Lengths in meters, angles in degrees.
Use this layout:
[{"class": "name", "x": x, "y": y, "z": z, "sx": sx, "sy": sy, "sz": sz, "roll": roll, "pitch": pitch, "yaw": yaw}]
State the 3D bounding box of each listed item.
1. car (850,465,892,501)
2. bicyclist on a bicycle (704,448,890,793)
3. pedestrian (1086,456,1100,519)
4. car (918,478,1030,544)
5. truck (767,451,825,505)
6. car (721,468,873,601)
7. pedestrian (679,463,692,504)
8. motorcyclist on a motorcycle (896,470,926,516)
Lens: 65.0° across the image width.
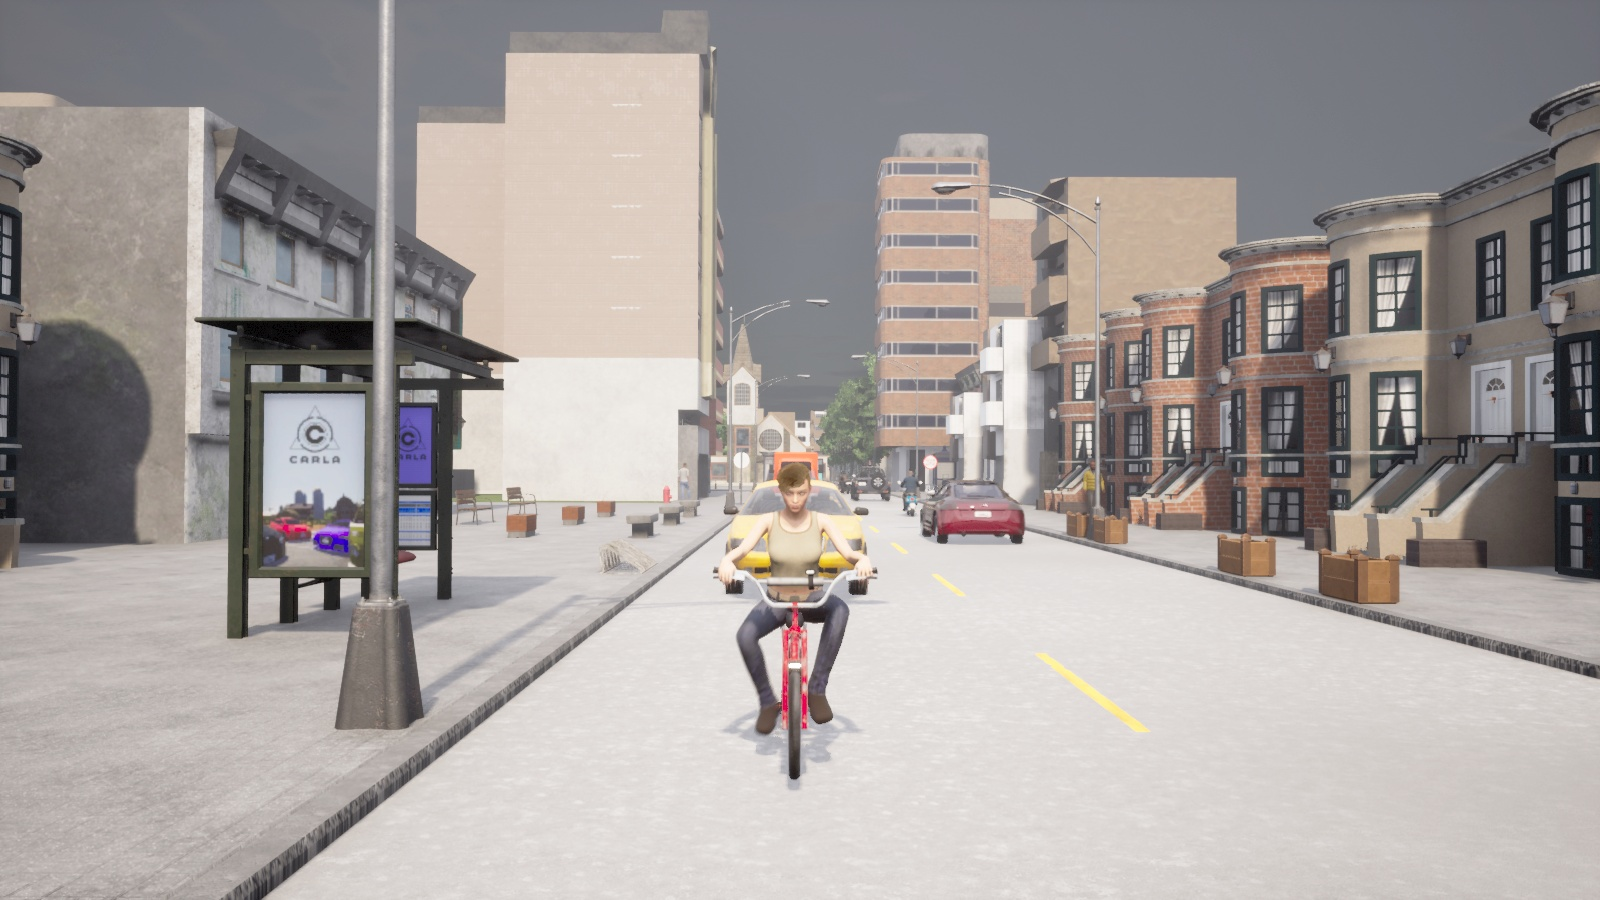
[{"class": "car", "x": 3.782, "y": 1.748, "z": 67.604, "sx": 1.932, "sy": 1.855, "sz": 4.605, "roll": 0, "pitch": -1, "yaw": 0}, {"class": "bicyclist on a bicycle", "x": -0.022, "y": 0.859, "z": 6.661, "sx": 0.866, "sy": 1.612, "sz": 1.509, "roll": 0, "pitch": -5, "yaw": 0}, {"class": "pedestrian", "x": 8.693, "y": 1.113, "z": 37.242, "sx": 0.370, "sy": 1.835, "sz": 0.726, "roll": 0, "pitch": -1, "yaw": 15}, {"class": "car", "x": 3.930, "y": 1.348, "z": 28.988, "sx": 1.994, "sy": 1.385, "sz": 4.181, "roll": 0, "pitch": -1, "yaw": 0}, {"class": "truck", "x": -0.186, "y": 1.330, "z": 59.792, "sx": 2.627, "sy": 2.467, "sz": 5.204, "roll": 0, "pitch": -1, "yaw": 0}, {"class": "car", "x": -0.044, "y": 1.049, "z": 17.573, "sx": 1.801, "sy": 1.575, "sz": 5.366, "roll": 0, "pitch": -1, "yaw": 0}, {"class": "pedestrian", "x": -5.095, "y": 1.480, "z": 55.868, "sx": 0.354, "sy": 1.836, "sz": 0.706, "roll": -1, "pitch": -1, "yaw": 18}, {"class": "motorcyclist on a motorcycle", "x": 3.879, "y": 1.491, "z": 44.116, "sx": 0.866, "sy": 1.590, "sz": 1.817, "roll": 0, "pitch": -1, "yaw": 0}]
